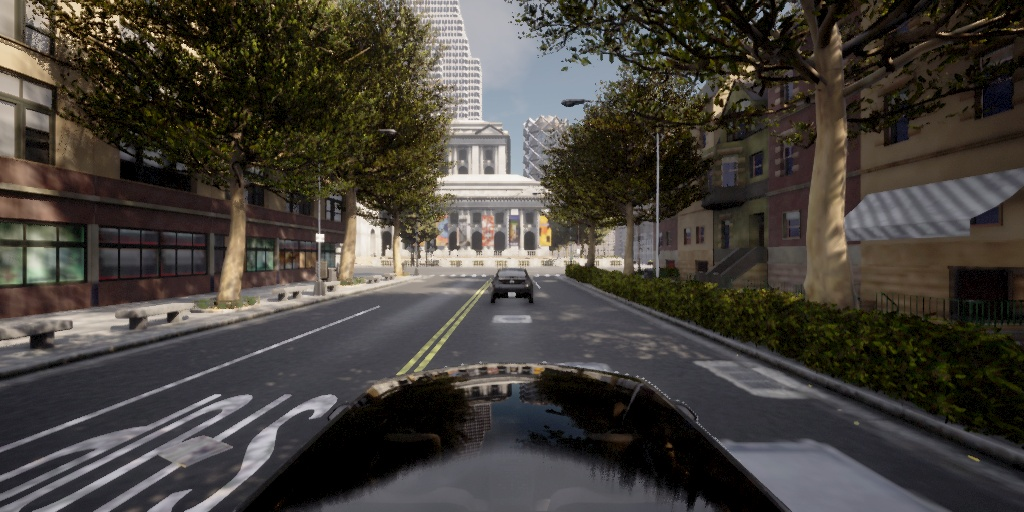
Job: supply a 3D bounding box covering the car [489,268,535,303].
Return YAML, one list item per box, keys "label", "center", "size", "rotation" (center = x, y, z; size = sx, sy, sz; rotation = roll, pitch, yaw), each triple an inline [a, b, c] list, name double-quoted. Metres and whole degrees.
- label: "car"
  center: [0.000, 1.265, 16.500]
  size: [1.837, 1.490, 4.892]
  rotation: [0, 0, 0]
